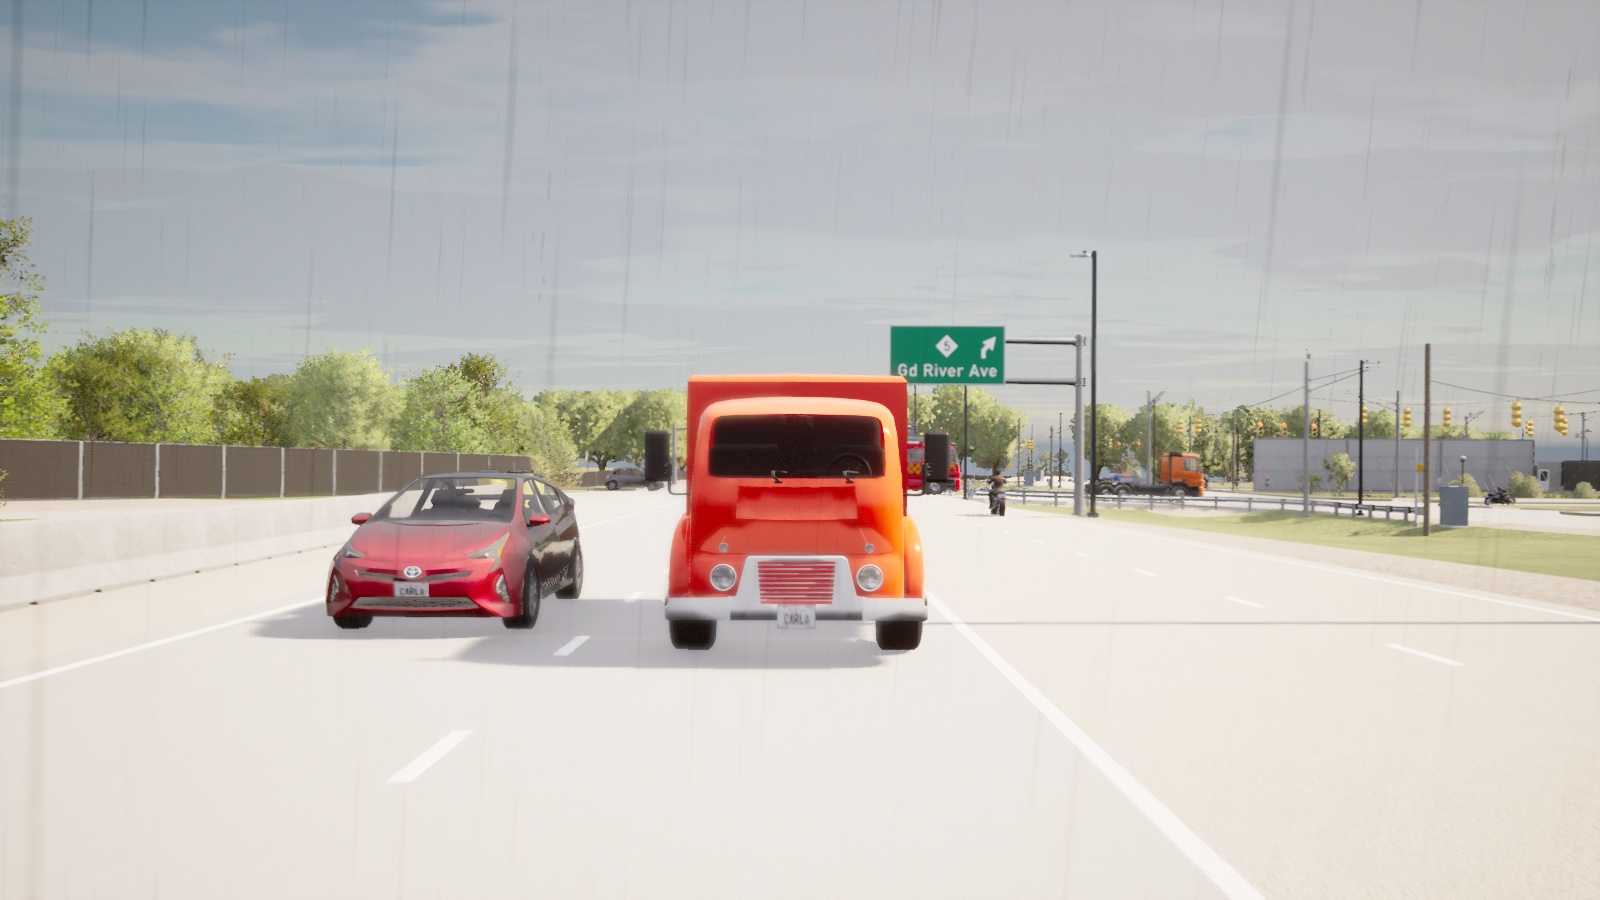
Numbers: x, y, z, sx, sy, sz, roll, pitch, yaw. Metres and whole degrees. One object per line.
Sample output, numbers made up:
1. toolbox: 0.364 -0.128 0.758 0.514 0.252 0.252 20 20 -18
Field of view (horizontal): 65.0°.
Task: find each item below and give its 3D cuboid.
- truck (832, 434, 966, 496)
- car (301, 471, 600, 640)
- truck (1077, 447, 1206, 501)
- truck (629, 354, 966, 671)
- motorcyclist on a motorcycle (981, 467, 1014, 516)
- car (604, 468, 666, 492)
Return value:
1. truck: 6.435 0.977 82.332 8.468 3.827 2.891 1 -1 0
2. car: -3.532 0.997 13.665 2.007 1.525 4.514 0 -1 0
3. truck: 23.303 1.639 85.945 7.936 3.462 2.891 1 -1 -1
4. truck: -0.031 0.531 12.422 2.627 2.467 5.204 0 -1 0
5. motorcyclist on a motorcycle: 6.898 1.431 43.928 0.766 1.649 2.350 0 -1 0
6. car: -11.217 2.054 85.770 3.988 1.617 1.851 0 -1 0
